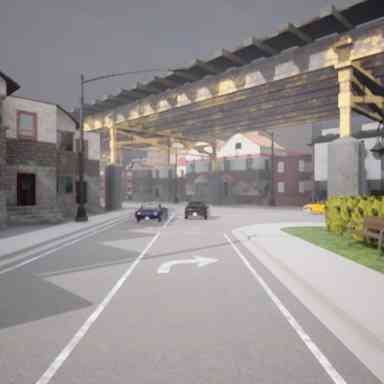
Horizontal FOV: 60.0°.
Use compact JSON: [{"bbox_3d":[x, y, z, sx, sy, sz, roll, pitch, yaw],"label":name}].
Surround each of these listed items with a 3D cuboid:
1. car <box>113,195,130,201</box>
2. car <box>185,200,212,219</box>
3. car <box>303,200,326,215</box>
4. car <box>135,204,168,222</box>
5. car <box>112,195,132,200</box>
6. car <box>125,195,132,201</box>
[{"bbox_3d":[-17.672,1.424,83.819,2.038,1.542,4.974,0,0,15],"label":"car"},{"bbox_3d":[0.563,1.495,28.939,1.837,1.490,4.892,0,0,7],"label":"car"},{"bbox_3d":[13.312,1.467,32.380,1.882,1.535,5.008,0,0,-45],"label":"car"},{"bbox_3d":[-3.041,1.591,26.162,1.895,1.301,4.718,0,0,4],"label":"car"},{"bbox_3d":[-16.937,1.268,80.164,4.536,1.218,1.853,0,0,-15],"label":"car"},{"bbox_3d":[-16.988,1.425,80.151,4.974,1.542,2.038,0,0,-15],"label":"car"}]
